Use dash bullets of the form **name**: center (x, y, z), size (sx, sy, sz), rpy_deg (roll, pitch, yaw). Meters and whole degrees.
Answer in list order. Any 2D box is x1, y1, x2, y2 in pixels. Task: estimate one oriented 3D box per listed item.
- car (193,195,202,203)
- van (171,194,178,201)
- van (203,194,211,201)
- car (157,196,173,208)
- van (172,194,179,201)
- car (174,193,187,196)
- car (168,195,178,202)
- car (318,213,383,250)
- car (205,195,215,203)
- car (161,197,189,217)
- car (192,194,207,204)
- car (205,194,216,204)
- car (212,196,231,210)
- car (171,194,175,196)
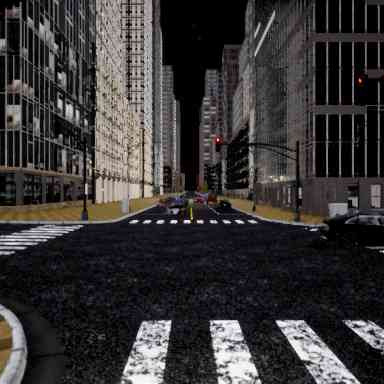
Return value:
- **car**: center (1.145, 1.488, 73.260), size (1.837, 1.490, 4.892), rpy_deg (0, 0, 0)
- **van**: center (-4.217, 1.321, 80.461), size (1.690, 1.788, 3.998), rpy_deg (0, 0, 0)
- **van**: center (3.663, 1.321, 80.499), size (1.690, 1.788, 3.998), rpy_deg (0, 0, 0)
- **car**: center (-4.056, 1.593, 47.296), size (1.802, 1.307, 4.206), rpy_deg (0, 0, 0)
- **van**: center (-4.244, 1.315, 85.989), size (1.690, 1.788, 3.998), rpy_deg (0, 0, 0)
- **car**: center (-1.615, 1.352, 60.876), size (2.097, 1.767, 4.553), rpy_deg (0, 0, 0)
- **car**: center (-4.190, 1.426, 74.934), size (1.967, 1.590, 4.097), rpy_deg (0, 0, 0)
- **car**: center (7.972, 1.660, 14.128), size (4.902, 1.511, 2.128), rpy_deg (1, 1, 18)
- **car**: center (3.717, 1.432, 69.445), size (1.967, 1.590, 4.097), rpy_deg (0, 0, 0)
- **car**: center (-1.487, 1.509, 31.388), size (2.128, 1.511, 4.902), rpy_deg (0, 0, -1)
- **car**: center (1.274, 1.599, 63.092), size (1.895, 1.301, 4.718), rpy_deg (0, 0, 0)
- **car**: center (3.744, 1.313, 63.916), size (2.192, 1.841, 5.009), rpy_deg (0, 0, 0)
- **car**: center (3.900, 1.579, 41.808), size (1.947, 1.339, 4.313), rpy_deg (0, 0, 0)
- **car**: center (-4.136, 1.564, 63.878), size (1.947, 1.339, 4.313), rpy_deg (0, 0, 0)
